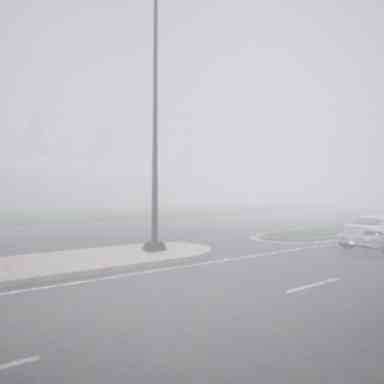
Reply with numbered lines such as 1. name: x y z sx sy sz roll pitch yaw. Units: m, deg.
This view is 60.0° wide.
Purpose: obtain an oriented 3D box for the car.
1. car: 7.700 1.587 13.212 4.674 1.442 1.812 0 0 -33
